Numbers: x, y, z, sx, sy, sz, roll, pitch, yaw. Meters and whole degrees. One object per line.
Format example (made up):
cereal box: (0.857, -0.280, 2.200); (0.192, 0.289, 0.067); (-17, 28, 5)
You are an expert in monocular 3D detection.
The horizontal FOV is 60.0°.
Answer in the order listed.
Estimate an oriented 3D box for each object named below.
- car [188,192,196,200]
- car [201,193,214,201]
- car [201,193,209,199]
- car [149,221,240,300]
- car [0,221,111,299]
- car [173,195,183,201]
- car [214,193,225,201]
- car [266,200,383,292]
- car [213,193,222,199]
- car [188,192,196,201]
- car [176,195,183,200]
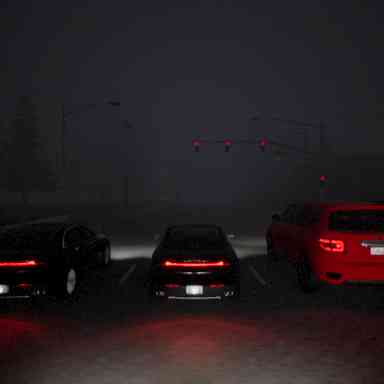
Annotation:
car: (0.011, 0.998, 91.921); (2.150, 2.045, 5.566); (0, 0, 0)
car: (3.510, 1.295, 81.857); (2.097, 1.767, 4.553); (0, 0, 0)
car: (3.511, 1.128, 91.860); (2.097, 1.767, 4.553); (0, 0, 0)
car: (0.063, 1.499, 8.367); (1.837, 1.490, 4.892); (0, 0, 0)
car: (-3.437, 1.499, 8.420); (1.837, 1.490, 4.892); (0, 0, 0)
car: (-3.490, 1.464, 81.888); (1.812, 1.442, 4.674); (0, 0, 0)
car: (7.010, 1.439, 81.470); (1.837, 1.490, 4.892); (0, 0, 0)
car: (3.567, 1.216, 9.015); (2.150, 2.045, 5.566); (0, 0, 0)
car: (7.011, 1.128, 91.860); (2.097, 1.767, 4.553); (0, 0, 0)
car: (0.010, 1.464, 81.471); (2.128, 1.511, 4.902); (0, 0, 0)
car: (-3.489, 1.368, 91.921); (1.895, 1.301, 4.718); (0, 0, 0)
